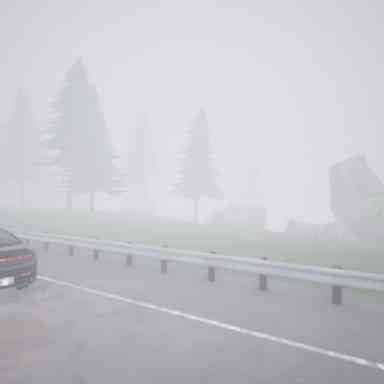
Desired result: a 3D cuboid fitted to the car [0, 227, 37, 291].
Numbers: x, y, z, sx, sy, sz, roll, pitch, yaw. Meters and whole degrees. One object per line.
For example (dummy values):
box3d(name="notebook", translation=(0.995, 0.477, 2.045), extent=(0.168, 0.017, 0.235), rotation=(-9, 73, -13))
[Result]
box3d(name="car", translation=(-5.673, 1.551, 8.043), extent=(4.892, 1.490, 1.837), rotation=(0, 0, 36))
